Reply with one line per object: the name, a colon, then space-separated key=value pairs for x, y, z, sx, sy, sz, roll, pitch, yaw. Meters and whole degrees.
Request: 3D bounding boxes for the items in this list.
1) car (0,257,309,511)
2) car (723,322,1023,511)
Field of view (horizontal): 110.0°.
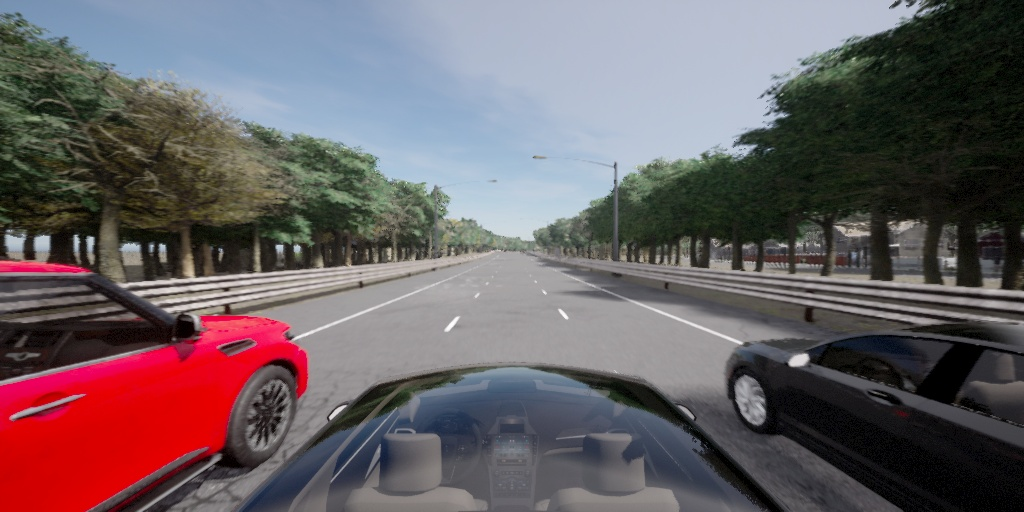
car: x=-3.401 y=0.970 z=1.732 sx=2.150 sy=2.045 sz=5.566 roll=0 pitch=0 yaw=0
car: x=3.603 y=1.254 z=2.599 sx=1.837 sy=1.490 sz=4.892 roll=0 pitch=0 yaw=0
